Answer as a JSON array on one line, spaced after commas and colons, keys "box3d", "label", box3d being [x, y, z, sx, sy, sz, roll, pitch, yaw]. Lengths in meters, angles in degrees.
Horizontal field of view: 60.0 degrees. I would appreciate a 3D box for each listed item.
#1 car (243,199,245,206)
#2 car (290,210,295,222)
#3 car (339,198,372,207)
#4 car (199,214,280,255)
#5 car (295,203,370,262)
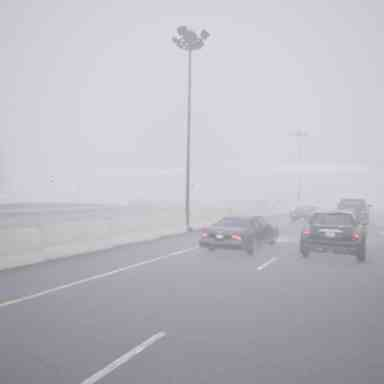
[{"box3d": [10.860, 2.039, 66.932, 1.837, 1.490, 4.892, 0, -1, 29], "label": "car"}, {"box3d": [9.634, 1.850, 27.777, 1.895, 1.301, 4.718, 0, 0, 29], "label": "car"}, {"box3d": [12.399, 1.486, 25.539, 2.150, 2.045, 5.566, 0, 0, 29], "label": "car"}, {"box3d": [2.181, 1.647, 13.970, 2.033, 1.411, 5.357, 0, 0, 29], "label": "car"}, {"box3d": [5.697, 1.479, 13.093, 2.097, 1.767, 4.553, 0, 0, 29], "label": "car"}]
